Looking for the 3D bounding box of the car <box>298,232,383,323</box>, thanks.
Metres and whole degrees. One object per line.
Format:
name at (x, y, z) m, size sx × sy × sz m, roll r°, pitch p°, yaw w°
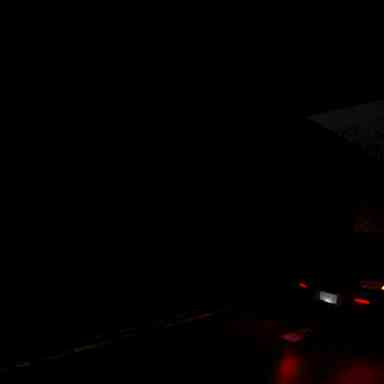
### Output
car at (4.044, 1.538, 6.650) m, size 4.674 × 1.442 × 1.812 m, roll 1°, pitch 0°, yaw -36°
